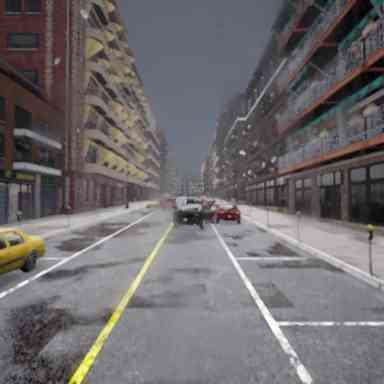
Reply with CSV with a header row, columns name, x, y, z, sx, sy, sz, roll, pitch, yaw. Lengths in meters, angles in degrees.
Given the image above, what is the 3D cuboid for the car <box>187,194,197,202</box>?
name,x,y,z,sx,sy,sz,roll,pitch,yaw
car,-0.040,1.309,72.239,2.097,1.767,4.553,0,0,0

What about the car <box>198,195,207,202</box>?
name,x,y,z,sx,sy,sz,roll,pitch,yaw
car,2.549,1.548,80.189,1.967,1.590,4.097,1,0,0

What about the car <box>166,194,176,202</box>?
name,x,y,z,sx,sy,sz,roll,pitch,yaw
car,-5.339,1.442,85.775,2.192,1.841,5.009,1,0,0

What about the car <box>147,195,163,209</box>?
name,x,y,z,sx,sy,sz,roll,pitch,yaw
car,-5.322,1.549,46.892,1.752,1.417,4.829,2,0,0

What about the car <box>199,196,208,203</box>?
name,x,y,z,sx,sy,sz,roll,pitch,yaw
car,2.542,1.634,74.656,1.887,1.381,4.507,1,0,0

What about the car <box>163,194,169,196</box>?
name,x,y,z,sx,sy,sz,roll,pitch,yaw
car,-5.319,1.348,52.594,2.192,1.841,5.009,2,0,0

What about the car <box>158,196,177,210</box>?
name,x,y,z,sx,sy,sz,roll,pitch,yaw
car,-2.865,1.542,42.357,1.812,1.442,4.674,0,0,0

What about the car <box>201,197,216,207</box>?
name,x,y,z,sx,sy,sz,roll,pitch,yaw
car,2.554,1.584,52.535,2.008,1.369,4.403,1,0,0

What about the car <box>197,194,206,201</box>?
name,x,y,z,sx,sy,sz,roll,pitch,yaw
car,2.504,1.462,91.251,2.192,1.841,5.009,1,0,0

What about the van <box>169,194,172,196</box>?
name,x,y,z,sx,sy,sz,roll,pitch,yaw
van,-5.326,1.398,63.652,1.690,1.788,3.998,2,0,0

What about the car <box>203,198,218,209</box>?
name,x,y,z,sx,sy,sz,roll,pitch,yaw
car,2.558,1.569,47.003,1.887,1.381,4.507,1,0,0

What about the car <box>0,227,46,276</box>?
name,x,y,z,sx,sy,sz,roll,pitch,yaw
car,-5.299,1.521,8.184,1.752,1.417,4.829,2,0,0

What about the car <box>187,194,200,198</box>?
name,x,y,z,sx,sy,sz,roll,pitch,yaw
car,-0.032,1.520,57.261,1.882,1.535,5.008,0,0,0

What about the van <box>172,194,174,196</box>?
name,x,y,z,sx,sy,sz,roll,pitch,yaw
van,-5.330,1.413,69.184,1.690,1.788,3.998,1,0,0

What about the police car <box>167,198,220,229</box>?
name,x,y,z,sx,sy,sz,roll,pitch,yaw
police car,0.263,1.421,21.928,1.930,1.638,5.238,0,0,15

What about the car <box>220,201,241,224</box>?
name,x,y,z,sx,sy,sz,roll,pitch,yaw
car,2.570,1.542,24.881,1.887,1.381,4.507,1,0,0

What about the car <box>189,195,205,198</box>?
name,x,y,z,sx,sy,sz,roll,pitch,yaw
car,0.804,1.465,37.742,1.801,1.575,5.366,0,0,0

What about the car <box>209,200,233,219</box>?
name,x,y,z,sx,sy,sz,roll,pitch,yaw
car,2.568,1.527,30.583,1.752,1.417,4.829,1,0,0
